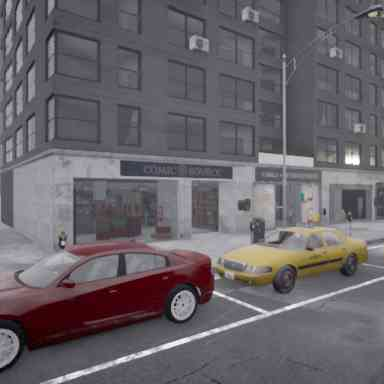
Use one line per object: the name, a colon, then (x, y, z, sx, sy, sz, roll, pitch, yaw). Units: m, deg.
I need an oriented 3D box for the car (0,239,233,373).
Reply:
car: (-1.682, 1.544, 5.569, 4.507, 1.381, 1.887, 0, 0, -36)

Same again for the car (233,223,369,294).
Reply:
car: (2.791, 1.523, 8.768, 4.829, 1.417, 1.752, 0, 0, -36)
